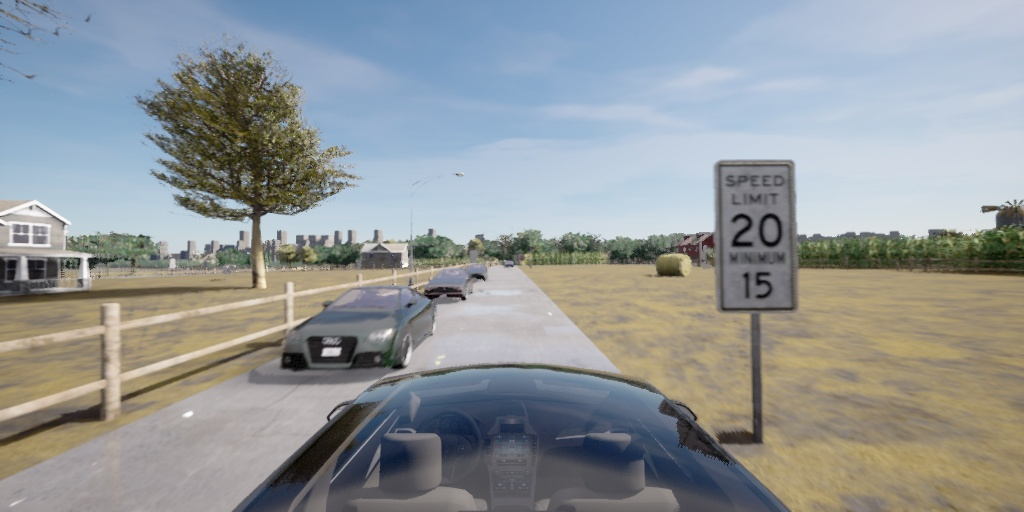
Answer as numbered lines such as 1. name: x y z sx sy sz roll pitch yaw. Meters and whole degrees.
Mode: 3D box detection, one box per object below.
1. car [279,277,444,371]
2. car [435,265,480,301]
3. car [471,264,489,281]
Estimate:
1. car: -2.887 1.338 7.674 1.994 1.385 4.181 0 0 -1
2. car: -2.967 1.345 18.050 2.033 1.411 5.357 0 0 -1
3. car: -3.007 1.399 31.038 2.033 1.411 5.357 0 0 0
